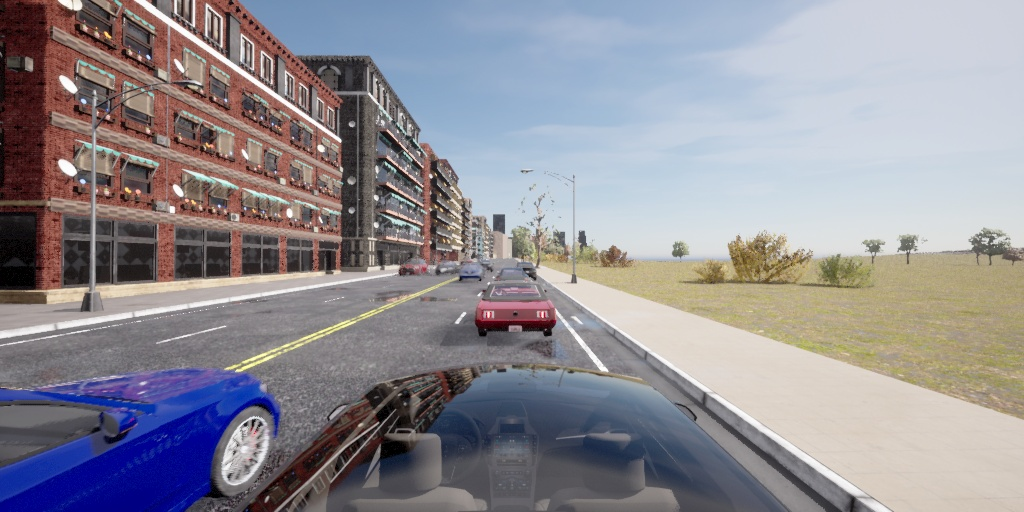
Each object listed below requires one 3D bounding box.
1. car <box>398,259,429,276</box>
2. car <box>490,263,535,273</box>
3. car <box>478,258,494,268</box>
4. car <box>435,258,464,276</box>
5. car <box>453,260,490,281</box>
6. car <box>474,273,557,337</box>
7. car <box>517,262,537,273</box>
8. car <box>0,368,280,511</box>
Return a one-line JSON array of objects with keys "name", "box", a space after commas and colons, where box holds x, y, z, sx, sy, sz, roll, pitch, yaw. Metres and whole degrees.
[{"name": "car", "box": [-9.950, 1.106, 36.463, 2.097, 1.767, 4.553, 0, 0, 0]}, {"name": "car", "box": [0.039, 1.317, 20.331, 1.994, 1.385, 4.181, 0, 0, 0]}, {"name": "car", "box": [-3.272, 1.279, 45.379, 1.812, 1.442, 4.674, 0, 0, 0]}, {"name": "car", "box": [-6.702, 1.245, 37.297, 2.128, 1.511, 4.902, 0, 0, 0]}, {"name": "car", "box": [-3.228, 1.301, 29.682, 2.033, 1.411, 5.357, 0, 0, 0]}, {"name": "car", "box": [0.076, 1.352, 10.301, 1.895, 1.301, 4.718, 0, 0, 0]}, {"name": "car", "box": [1.056, 1.259, 30.325, 1.837, 1.490, 4.892, 0, 0, 0]}, {"name": "car", "box": [-3.152, 1.276, 1.512, 1.812, 1.442, 4.674, 0, 0, 0]}]
